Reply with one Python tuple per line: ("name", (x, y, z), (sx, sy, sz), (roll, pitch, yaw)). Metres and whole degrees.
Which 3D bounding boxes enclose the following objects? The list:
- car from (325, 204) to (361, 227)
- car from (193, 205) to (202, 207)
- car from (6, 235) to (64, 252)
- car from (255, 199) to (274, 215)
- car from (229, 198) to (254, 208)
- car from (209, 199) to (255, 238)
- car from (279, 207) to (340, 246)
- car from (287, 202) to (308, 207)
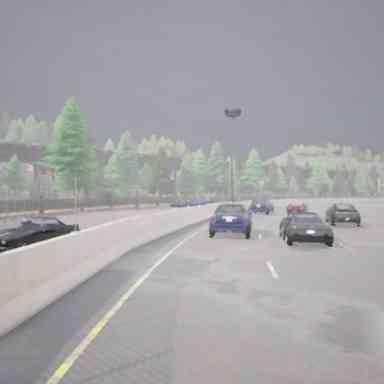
("car", (10.860, 1.598, 24.151), (2.128, 1.511, 4.902), (0, 0, 16))
("car", (1.219, 1.607, 47.407), (1.882, 1.535, 5.008), (0, 0, 27))
("car", (-6.132, 1.609, 12.322), (1.895, 1.301, 4.718), (0, 0, 8))
("car", (7.449, 1.475, 35.390), (2.097, 1.767, 4.553), (0, 0, 21))
("car", (7.717, 1.658, 51.905), (2.128, 1.511, 4.902), (0, 0, 31))
("car", (2.251, 1.410, 18.452), (2.097, 1.767, 4.553), (0, 0, 11))
("car", (5.262, 1.626, 15.715), (1.994, 1.385, 4.181), (0, 0, 10))
("car", (11.576, 1.742, 36.284), (1.895, 1.301, 4.718), (0, 0, 24))
